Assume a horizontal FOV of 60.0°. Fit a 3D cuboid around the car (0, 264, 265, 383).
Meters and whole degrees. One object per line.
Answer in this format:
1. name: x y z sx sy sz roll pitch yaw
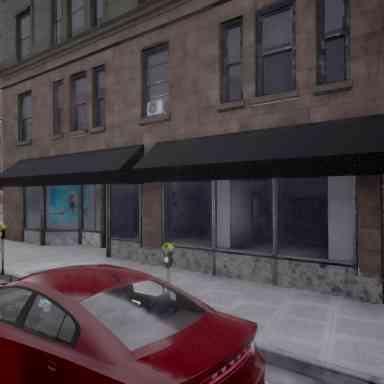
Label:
1. car: -1.416 1.545 3.876 4.507 1.381 1.887 0 0 36
